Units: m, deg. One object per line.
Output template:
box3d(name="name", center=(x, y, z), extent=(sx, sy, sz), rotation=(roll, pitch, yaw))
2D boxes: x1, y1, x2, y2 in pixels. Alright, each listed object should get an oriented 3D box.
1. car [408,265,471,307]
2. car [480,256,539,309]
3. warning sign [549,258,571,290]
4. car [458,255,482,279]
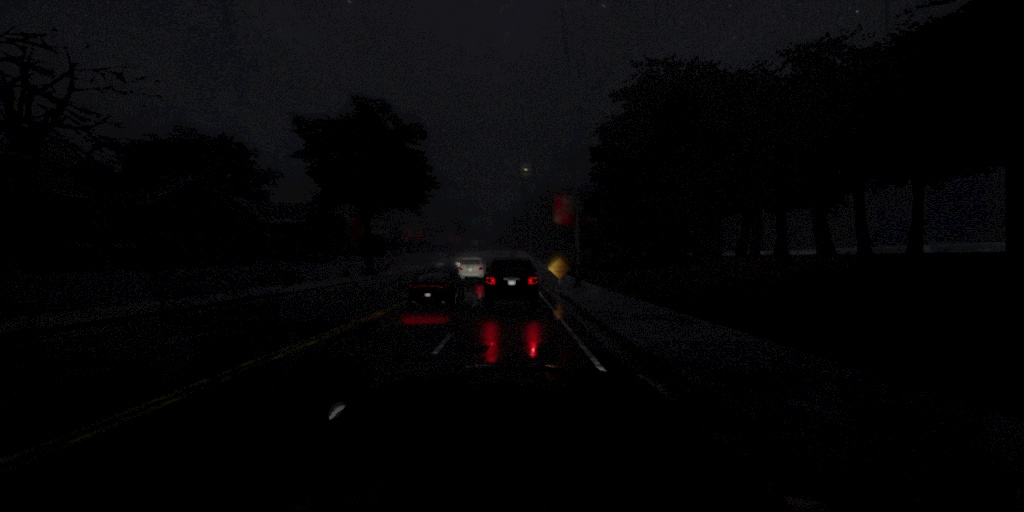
box3d(name="car", center=(-3.257, 1.363, 16.340), extent=(1.882, 1.535, 5.008), rotation=(0, 0, 0))
box3d(name="car", center=(-0.011, 1.098, 15.870), extent=(2.150, 2.045, 5.566), rotation=(0, 0, 0))
box3d(name="warning sign", center=(2.835, 1.031, 21.282), extent=(1.300, 1.860, 1.060), rotation=(0, 0, 0))
box3d(name="car", center=(-3.272, 1.119, 30.832), extent=(2.150, 2.045, 5.566), rotation=(0, 0, 0))
